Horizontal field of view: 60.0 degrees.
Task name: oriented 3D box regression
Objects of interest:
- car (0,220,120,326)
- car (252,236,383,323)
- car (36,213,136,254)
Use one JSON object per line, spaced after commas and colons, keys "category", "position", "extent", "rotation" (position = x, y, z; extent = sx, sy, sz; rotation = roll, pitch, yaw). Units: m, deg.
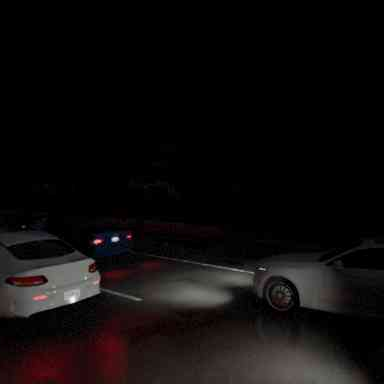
{"category": "car", "position": [-3.807, 1.453, 6.744], "extent": [4.674, 1.442, 1.812], "rotation": [1, 1, 36]}
{"category": "car", "position": [3.375, 1.525, 5.885], "extent": [4.674, 1.442, 1.812], "rotation": [0, 0, 36]}
{"category": "car", "position": [-4.336, 1.427, 11.446], "extent": [5.357, 1.411, 2.033], "rotation": [1, 1, 36]}
